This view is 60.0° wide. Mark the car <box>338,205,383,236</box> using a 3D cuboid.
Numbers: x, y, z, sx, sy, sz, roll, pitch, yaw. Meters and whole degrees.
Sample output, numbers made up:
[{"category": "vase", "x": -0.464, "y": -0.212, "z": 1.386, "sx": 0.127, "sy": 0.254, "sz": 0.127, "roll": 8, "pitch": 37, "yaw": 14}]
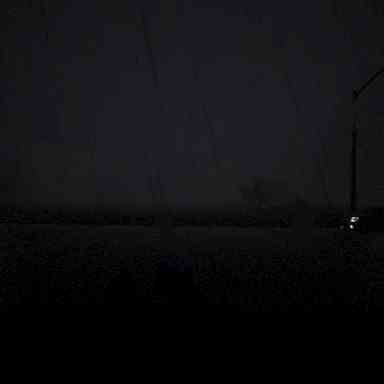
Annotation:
[{"category": "car", "x": 11.304, "y": 1.591, "z": 20.041, "sx": 4.553, "sy": 1.767, "sz": 2.097, "roll": 1, "pitch": 0, "yaw": 0}]
